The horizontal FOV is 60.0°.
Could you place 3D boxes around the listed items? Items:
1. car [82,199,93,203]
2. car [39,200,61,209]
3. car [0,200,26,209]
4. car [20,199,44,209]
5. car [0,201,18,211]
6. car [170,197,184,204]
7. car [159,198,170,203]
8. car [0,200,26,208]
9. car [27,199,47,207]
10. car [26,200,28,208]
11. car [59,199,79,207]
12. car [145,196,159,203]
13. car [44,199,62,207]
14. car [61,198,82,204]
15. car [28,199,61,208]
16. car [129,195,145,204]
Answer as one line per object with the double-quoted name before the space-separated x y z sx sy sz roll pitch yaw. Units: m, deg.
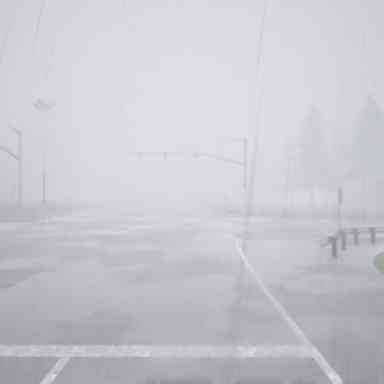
"car" -21.069 2.107 66.112 1.882 1.535 5.008 0 -1 0
"car" -24.539 2.114 57.665 1.994 1.385 4.181 0 -1 0
"car" -31.514 2.107 58.580 2.033 1.411 5.357 0 -1 0
"car" -28.015 2.062 58.391 1.837 1.490 4.892 0 -1 0
"car" -28.067 2.037 49.481 1.994 1.385 4.181 0 -1 2
"car" -3.785 2.208 89.983 2.097 1.767 4.553 0 -1 -18
"car" -8.619 2.364 93.562 1.882 1.535 5.008 0 -1 -22
"car" -21.107 1.886 37.592 1.812 1.442 4.674 0 -1 0
"car" -31.656 2.127 68.136 1.882 1.535 5.008 0 -1 -3
"car" -24.590 2.068 48.857 1.895 1.301 4.718 0 -1 0
"car" -24.577 2.174 66.633 2.033 1.411 5.357 0 -1 0
"car" -11.620 2.088 91.563 2.150 2.045 5.566 0 -1 -22
"car" -28.083 2.194 67.289 1.994 1.385 4.181 0 -1 -3
"car" -21.059 1.894 56.891 2.097 1.767 4.553 0 -1 0
"car" -21.098 1.961 47.750 1.837 1.490 4.892 0 -1 0
"car" -14.942 2.331 90.463 1.882 1.535 5.008 0 -1 -22
